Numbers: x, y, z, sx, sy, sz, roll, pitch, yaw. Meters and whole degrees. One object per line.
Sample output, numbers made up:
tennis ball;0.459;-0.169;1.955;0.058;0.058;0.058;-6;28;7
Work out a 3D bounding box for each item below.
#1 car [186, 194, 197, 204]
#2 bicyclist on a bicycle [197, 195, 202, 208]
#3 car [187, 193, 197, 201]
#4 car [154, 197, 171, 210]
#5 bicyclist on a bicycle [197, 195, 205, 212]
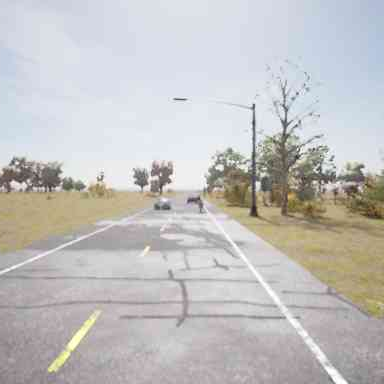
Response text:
car;0.046;1.353;61.821;1.837;1.490;4.892;0;0;1
bicyclist on a bicycle;0.968;1.257;45.886;0.659;1.776;1.843;0;0;0
car;0.008;1.169;76.283;2.097;1.767;4.553;0;0;0
car;-3.581;1.389;40.850;2.128;1.511;4.902;0;0;0
bicyclist on a bicycle;0.984;1.347;35.539;0.866;1.612;1.509;0;0;0
